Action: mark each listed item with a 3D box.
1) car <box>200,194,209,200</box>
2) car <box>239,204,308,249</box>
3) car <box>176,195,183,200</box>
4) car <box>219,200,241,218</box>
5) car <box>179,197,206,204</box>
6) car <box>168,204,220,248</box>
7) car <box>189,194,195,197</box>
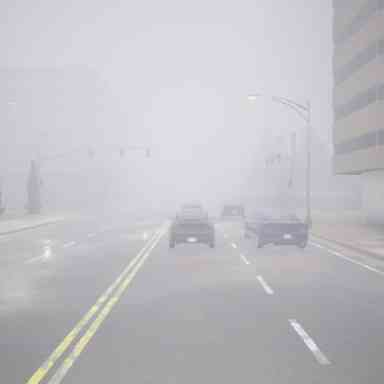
[{"bbox_3d":[3.500,1.402,88.653,1.882,1.535,5.008,0,0,0],"label":"car"},{"bbox_3d":[3.500,1.483,14.650,1.882,1.535,5.008,0,0,0],"label":"car"},{"bbox_3d":[-3.500,1.499,93.524,1.994,1.385,4.181,0,0,0],"label":"car"},{"bbox_3d":[3.500,1.483,29.650,1.882,1.535,5.008,0,0,0],"label":"car"},{"bbox_3d":[0.000,1.483,29.650,1.882,1.535,5.008,0,0,0],"label":"car"},{"bbox_3d":[0.000,1.514,14.650,1.837,1.490,4.892,0,0,0],"label":"car"},{"bbox_3d":[0.000,1.391,88.371,1.882,1.535,5.008,0,0,0],"label":"car"}]
